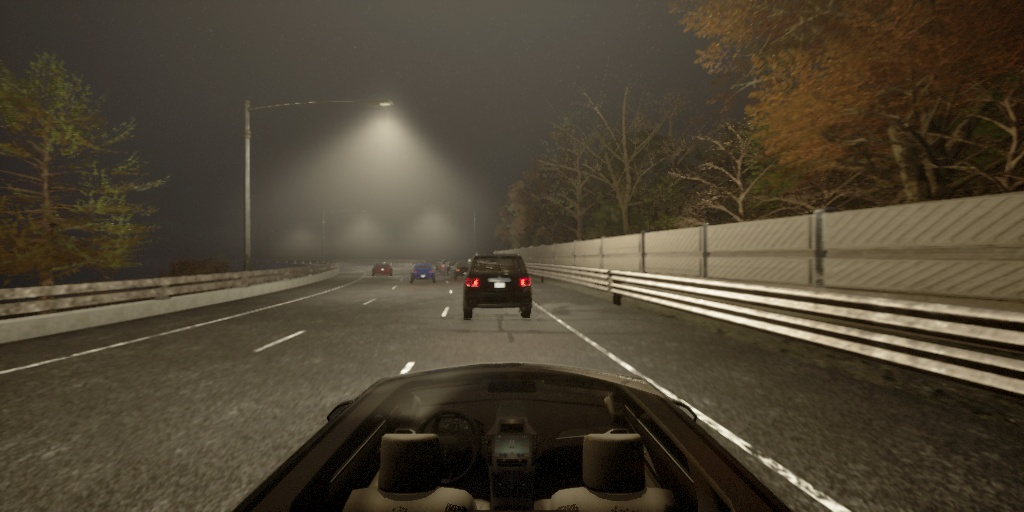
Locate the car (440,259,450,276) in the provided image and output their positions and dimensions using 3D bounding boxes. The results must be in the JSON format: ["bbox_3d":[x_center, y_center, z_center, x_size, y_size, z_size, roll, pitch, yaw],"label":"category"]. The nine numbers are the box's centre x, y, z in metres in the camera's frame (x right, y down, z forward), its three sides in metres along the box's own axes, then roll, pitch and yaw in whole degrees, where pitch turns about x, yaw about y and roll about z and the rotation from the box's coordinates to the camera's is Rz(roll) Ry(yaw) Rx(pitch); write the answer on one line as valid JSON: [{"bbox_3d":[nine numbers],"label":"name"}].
[{"bbox_3d":[-6.011,1.255,37.162,1.837,1.490,4.892,0,0,-16],"label":"car"}]

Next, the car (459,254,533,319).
[{"bbox_3d":[-0.663,0.962,12.992,2.150,2.045,5.566,0,-1,-7],"label":"car"}]

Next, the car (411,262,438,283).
[{"bbox_3d":[-7.012,1.285,28.336,1.812,1.442,4.674,0,0,-13],"label":"car"}]

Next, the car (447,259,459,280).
[{"bbox_3d":[-4.266,1.273,31.032,1.812,1.442,4.674,0,0,-15],"label":"car"}]

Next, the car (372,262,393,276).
[{"bbox_3d":[-13.892,1.342,38.452,1.994,1.385,4.181,0,0,-20],"label":"car"}]

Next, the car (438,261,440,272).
[{"bbox_3d":[-7.633,1.105,42.756,2.097,1.767,4.553,0,0,-16],"label":"car"}]
